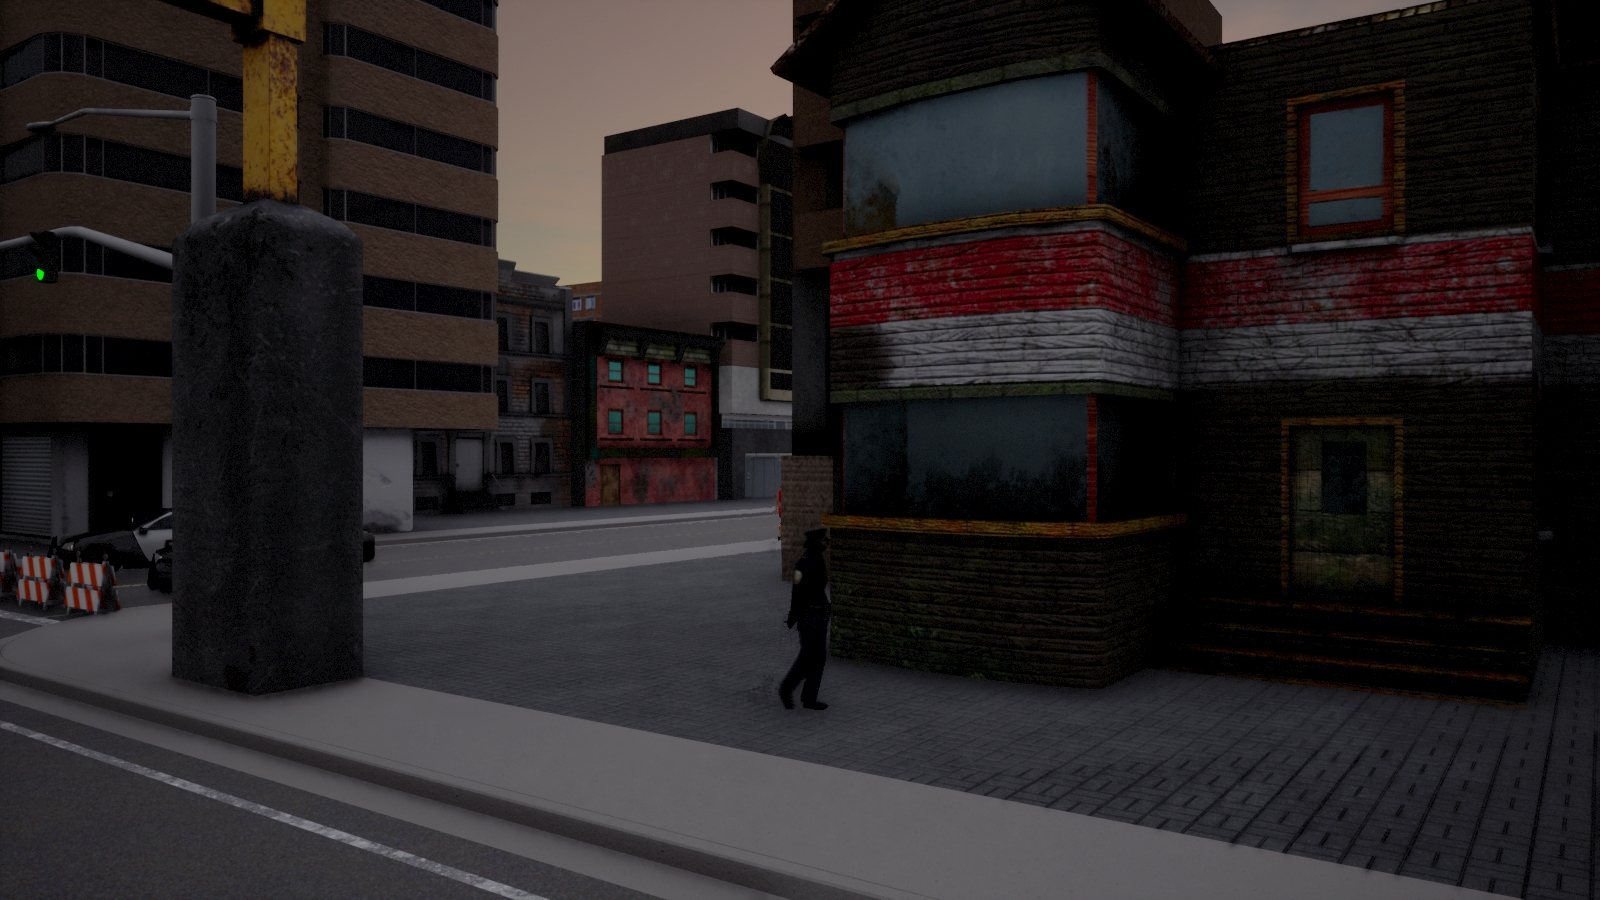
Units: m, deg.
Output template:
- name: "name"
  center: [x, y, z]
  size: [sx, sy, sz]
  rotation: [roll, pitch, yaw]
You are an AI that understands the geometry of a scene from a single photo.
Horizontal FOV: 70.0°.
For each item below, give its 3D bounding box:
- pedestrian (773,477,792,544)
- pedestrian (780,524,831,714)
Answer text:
- name: "pedestrian"
  center: [-0.490, 1.690, 32.271]
  size: [0.375, 1.860, 0.375]
  rotation: [0, 0, 34]
- name: "pedestrian"
  center: [0.059, 1.698, 11.647]
  size: [0.375, 1.860, 0.375]
  rotation: [0, 0, 31]
